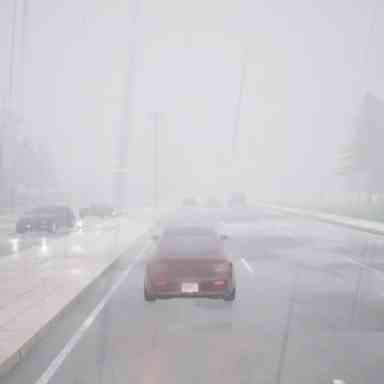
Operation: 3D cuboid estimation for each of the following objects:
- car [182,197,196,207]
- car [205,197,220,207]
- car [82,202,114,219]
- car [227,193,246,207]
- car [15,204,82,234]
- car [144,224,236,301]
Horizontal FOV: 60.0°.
[{"bbox_3d":[-0.442,1.438,49.194,1.837,1.490,4.892,0,0,-1],"label":"car"},{"bbox_3d":[3.058,1.459,49.234,1.812,1.442,4.674,0,0,-1],"label":"car"},{"bbox_3d":[-8.284,1.561,29.124,1.895,1.301,4.718,0,0,0],"label":"car"},{"bbox_3d":[6.558,1.154,49.220,2.150,2.045,5.566,0,0,-1],"label":"car"},{"bbox_3d":[-8.246,1.479,19.179,1.837,1.490,4.892,0,0,0],"label":"car"},{"bbox_3d":[-0.057,1.514,8.147,1.812,1.442,4.674,0,0,-1],"label":"car"}]
